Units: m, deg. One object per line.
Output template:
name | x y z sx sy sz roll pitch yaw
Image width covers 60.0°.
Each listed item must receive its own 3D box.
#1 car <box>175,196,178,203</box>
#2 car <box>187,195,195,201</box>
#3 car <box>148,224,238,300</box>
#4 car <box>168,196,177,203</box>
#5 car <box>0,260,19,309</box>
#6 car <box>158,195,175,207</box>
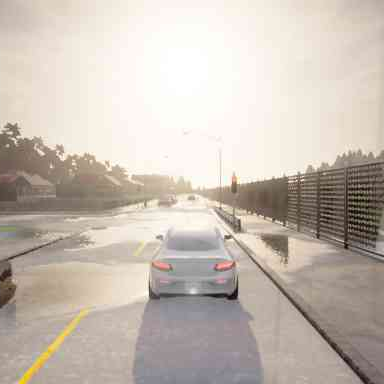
car | -4.195 1.352 61.740 2.097 1.767 4.553 0 0 0
car | -0.190 1.478 86.391 1.882 1.535 5.008 0 0 0
car | 0.037 1.526 8.268 1.812 1.442 4.674 0 0 0
car | -4.153 1.524 71.654 1.812 1.442 4.674 0 0 0
car | -4.108 1.547 3.789 2.033 1.411 5.357 0 0 0
car | -4.205 1.478 51.810 1.882 1.535 5.008 0 0 0
